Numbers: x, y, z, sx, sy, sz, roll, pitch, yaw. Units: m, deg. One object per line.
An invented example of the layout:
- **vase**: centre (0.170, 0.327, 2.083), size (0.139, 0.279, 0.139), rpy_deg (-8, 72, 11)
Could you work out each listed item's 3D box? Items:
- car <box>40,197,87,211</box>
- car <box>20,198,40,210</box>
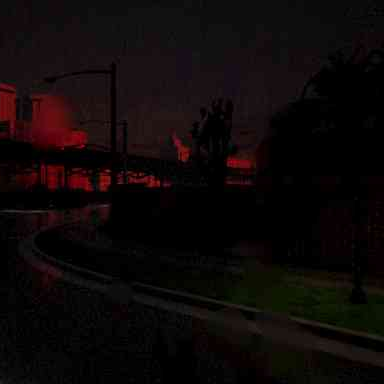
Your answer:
- **car**: centre (-14.926, 1.363, 39.590), size (1.837, 1.490, 4.892), rpy_deg (0, 1, 37)
- **car**: centre (-18.493, 1.403, 40.677), size (1.812, 1.442, 4.674), rpy_deg (0, 1, 37)
